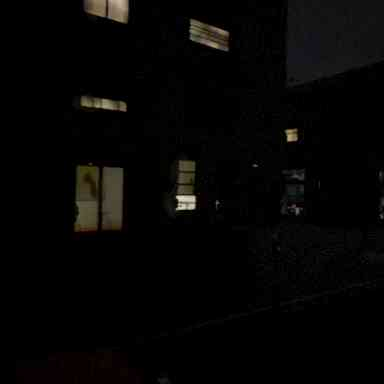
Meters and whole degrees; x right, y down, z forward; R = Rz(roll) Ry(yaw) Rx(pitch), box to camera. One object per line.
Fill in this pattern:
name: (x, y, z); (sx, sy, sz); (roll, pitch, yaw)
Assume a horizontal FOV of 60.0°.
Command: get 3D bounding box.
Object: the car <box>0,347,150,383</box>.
car: (-2.223, 1.421, 1.063); (4.829, 1.417, 1.752); (1, 1, -34)
